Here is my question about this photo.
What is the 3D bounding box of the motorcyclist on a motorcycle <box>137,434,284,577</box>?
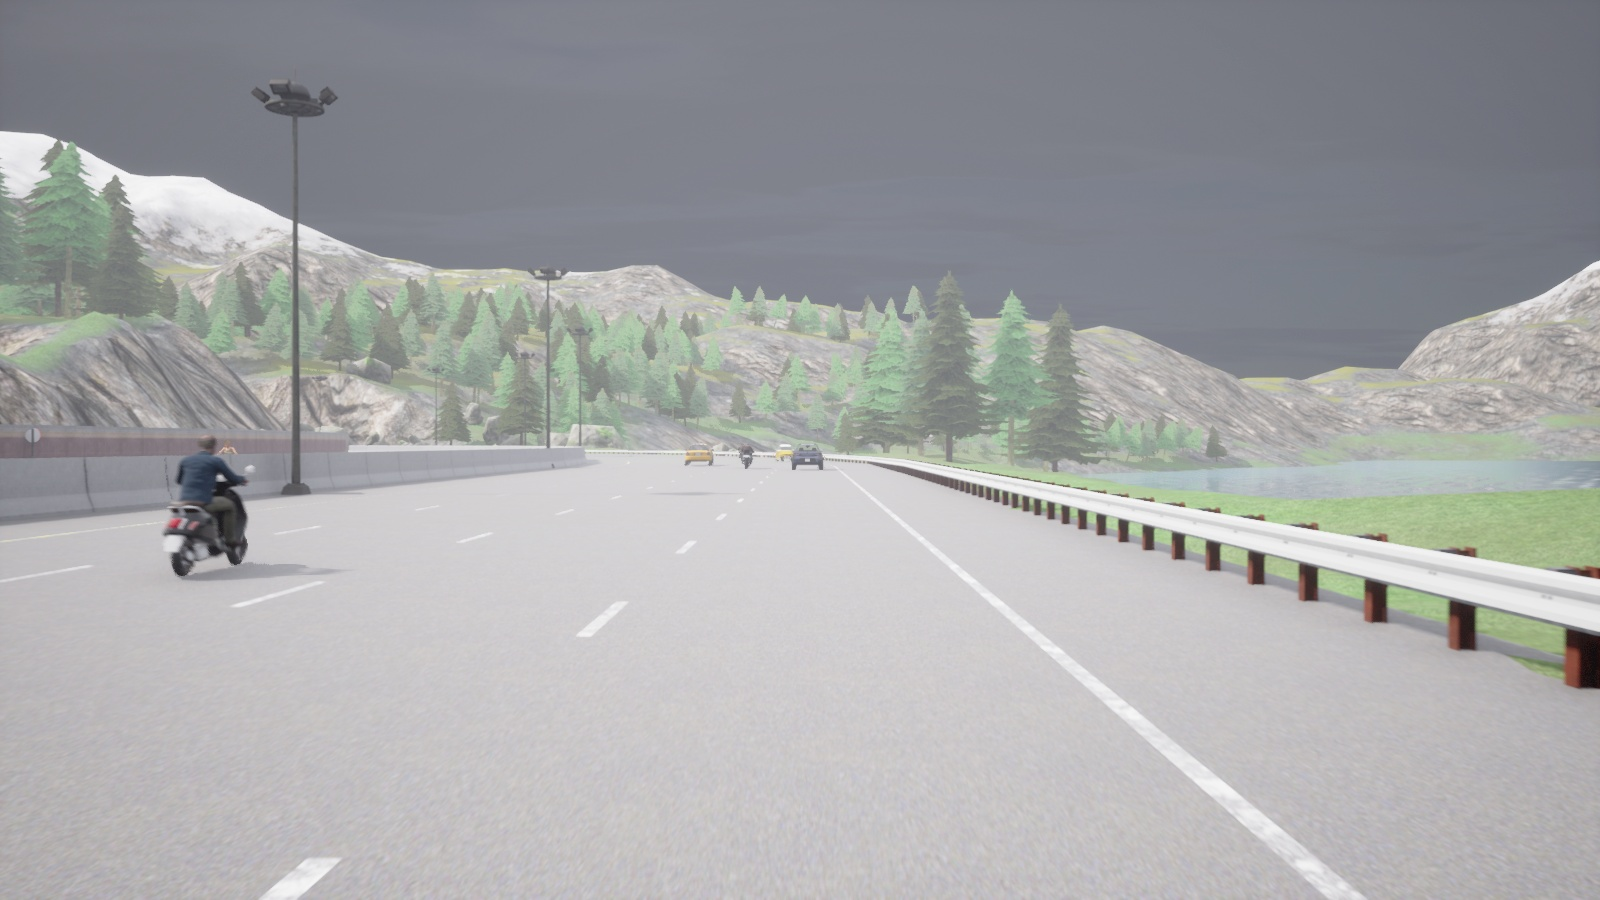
[{"bbox_3d":[-6.900,0.611,14.807,0.866,1.590,1.817,0,0,0],"label":"motorcyclist on a motorcycle"}]

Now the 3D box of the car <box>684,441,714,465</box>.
[{"bbox_3d":[-6.776,0.203,84.556,1.801,1.575,5.366,0,0,-3],"label":"car"}]

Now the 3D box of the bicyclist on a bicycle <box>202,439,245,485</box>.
[{"bbox_3d":[-20.730,0.412,45.192,0.866,1.612,1.509,0,0,0],"label":"bicyclist on a bicycle"}]

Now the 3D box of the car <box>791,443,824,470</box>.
[{"bbox_3d":[0.428,0.357,71.619,1.816,1.474,4.193,0,0,0],"label":"car"}]
